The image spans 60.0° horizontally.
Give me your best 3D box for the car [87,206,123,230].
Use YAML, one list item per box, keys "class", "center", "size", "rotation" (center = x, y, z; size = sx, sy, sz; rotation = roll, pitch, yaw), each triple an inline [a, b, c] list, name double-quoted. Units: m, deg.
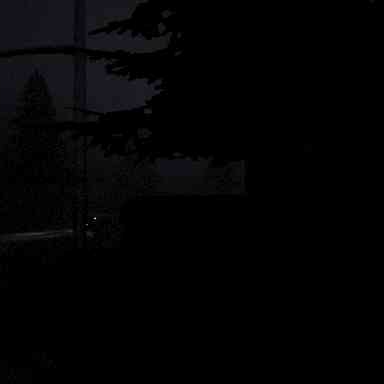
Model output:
- class: "car"
  center: [-4.909, 1.586, 21.312]
  size: [1.895, 1.301, 4.718]
  rotation: [0, 0, 36]
